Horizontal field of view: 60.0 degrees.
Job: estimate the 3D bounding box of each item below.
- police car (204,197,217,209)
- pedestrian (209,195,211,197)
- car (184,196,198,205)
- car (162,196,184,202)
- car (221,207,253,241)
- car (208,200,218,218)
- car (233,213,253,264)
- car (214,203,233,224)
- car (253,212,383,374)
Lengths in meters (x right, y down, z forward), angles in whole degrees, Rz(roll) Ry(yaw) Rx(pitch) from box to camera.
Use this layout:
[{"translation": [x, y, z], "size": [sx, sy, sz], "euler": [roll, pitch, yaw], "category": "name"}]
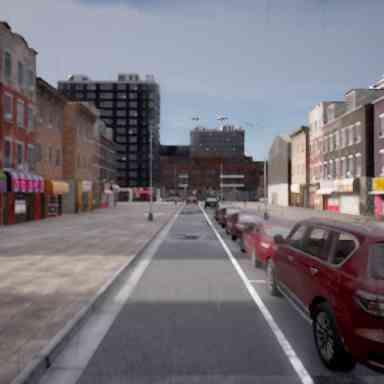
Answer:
[{"translation": [2.754, 1.539, 47.802], "size": [1.930, 1.638, 5.238], "euler": [0, 0, 0], "category": "police car"}, {"translation": [2.754, 1.418, 50.817], "size": [0.375, 1.860, 0.375], "euler": [0, -1, 0], "category": "pedestrian"}, {"translation": [0.027, 1.536, 63.126], "size": [2.097, 1.767, 4.553], "euler": [0, 0, 1], "category": "car"}, {"translation": [-4.489, 1.763, 78.659], "size": [5.357, 1.411, 2.033], "euler": [0, -1, 14], "category": "car"}, {"translation": [2.645, 1.610, 16.503], "size": [1.802, 1.307, 4.206], "euler": [0, 0, 0], "category": "car"}, {"translation": [2.646, 1.604, 27.379], "size": [2.008, 1.369, 4.403], "euler": [0, 0, 0], "category": "car"}, {"translation": [2.645, 1.599, 11.066], "size": [1.802, 1.307, 4.206], "euler": [0, 0, 0], "category": "car"}, {"translation": [2.645, 1.622, 21.941], "size": [1.802, 1.307, 4.206], "euler": [0, 0, 0], "category": "car"}, {"translation": [2.647, 1.323, 5.629], "size": [2.192, 1.841, 5.009], "euler": [1, 0, 0], "category": "car"}]
